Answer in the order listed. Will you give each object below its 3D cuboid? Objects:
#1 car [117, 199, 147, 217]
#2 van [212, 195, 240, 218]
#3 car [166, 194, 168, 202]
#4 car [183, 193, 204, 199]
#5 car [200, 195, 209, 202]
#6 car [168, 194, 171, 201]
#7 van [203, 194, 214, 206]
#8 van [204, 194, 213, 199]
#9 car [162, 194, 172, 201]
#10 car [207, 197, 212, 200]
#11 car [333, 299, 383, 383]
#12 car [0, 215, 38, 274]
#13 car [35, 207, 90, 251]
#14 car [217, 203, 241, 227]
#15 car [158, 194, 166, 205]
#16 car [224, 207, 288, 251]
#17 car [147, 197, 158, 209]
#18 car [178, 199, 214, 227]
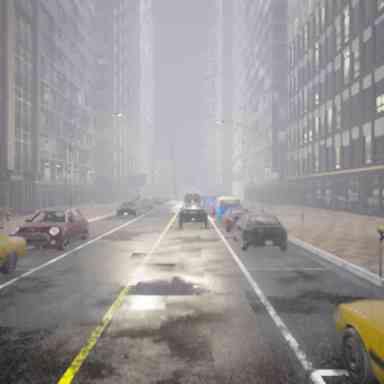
[{"bbox_3d":[-5.719,1.504,30.824,1.947,1.339,4.313,0,0,0],"label":"car"},{"bbox_3d":[2.667,1.292,25.132,1.690,1.788,3.998,0,0,0],"label":"van"},{"bbox_3d":[-5.745,1.441,59.317,1.802,1.307,4.206,0,0,0],"label":"car"},{"bbox_3d":[0.064,1.132,41.041,2.150,2.045,5.566,0,0,0],"label":"car"},{"bbox_3d":[2.625,1.385,70.721,1.947,1.339,4.313,0,0,0],"label":"car"},{"bbox_3d":[-5.750,1.390,65.014,2.008,1.369,4.403,0,0,0],"label":"car"},{"bbox_3d":[2.641,1.215,53.624,1.690,1.788,3.998,0,0,0],"label":"van"},{"bbox_3d":[2.646,1.231,47.925,1.690,1.788,3.998,0,0,0],"label":"van"},{"bbox_3d":[-5.760,1.240,76.411,1.967,1.590,4.097,0,0,0],"label":"car"},{"bbox_3d":[2.662,1.481,30.830,1.887,1.381,4.507,0,0,0],"label":"car"},{"bbox_3d":[2.688,1.521,2.507,1.752,1.417,4.829,0,0,0],"label":"car"},{"bbox_3d":[-5.698,1.514,7.860,1.752,1.417,4.829,0,0,0],"label":"car"},{"bbox_3d":[-5.704,1.418,13.730,1.967,1.590,4.097,0,0,0],"label":"car"},{"bbox_3d":[2.672,1.546,19.434,1.802,1.307,4.206,0,0,0],"label":"car"},{"bbox_3d":[-5.740,1.420,53.618,1.887,1.381,4.507,0,0,0],"label":"car"},{"bbox_3d":[2.677,1.527,13.737,2.008,1.369,4.403,0,0,0],"label":"car"},{"bbox_3d":[-5.729,1.489,42.221,1.802,1.307,4.206,0,0,0],"label":"car"},{"bbox_3d":[0.080,1.449,22.455,2.128,1.511,4.902,0,0,0],"label":"car"}]
